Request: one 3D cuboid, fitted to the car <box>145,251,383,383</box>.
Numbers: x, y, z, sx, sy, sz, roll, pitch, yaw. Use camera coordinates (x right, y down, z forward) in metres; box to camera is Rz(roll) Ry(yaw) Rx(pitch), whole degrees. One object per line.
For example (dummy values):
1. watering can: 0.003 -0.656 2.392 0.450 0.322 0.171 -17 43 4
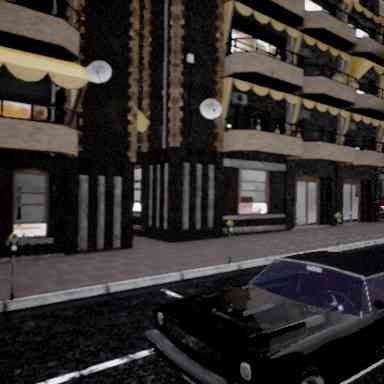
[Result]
1. car: 1.784 1.606 4.642 4.718 1.301 1.895 0 0 -35
